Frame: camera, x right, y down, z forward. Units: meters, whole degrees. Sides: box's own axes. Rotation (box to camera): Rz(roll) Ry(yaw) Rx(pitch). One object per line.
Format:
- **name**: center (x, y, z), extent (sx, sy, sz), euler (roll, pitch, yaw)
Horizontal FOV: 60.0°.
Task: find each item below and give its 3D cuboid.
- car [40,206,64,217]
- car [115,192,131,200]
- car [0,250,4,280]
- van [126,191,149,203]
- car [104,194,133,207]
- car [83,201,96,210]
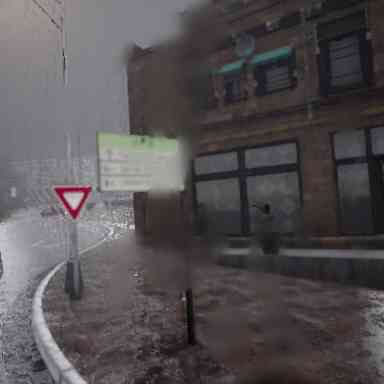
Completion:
- **car**: center (-20.013, 2.737, 47.892), extent (2.128, 1.511, 4.902), euler (-3, 1, 2)
- **car**: center (-16.877, 0.950, 81.653), extent (1.882, 1.535, 5.008), euler (-4, 2, 13)
- **car**: center (-6.012, 1.999, 8.106), extent (1.895, 1.301, 4.718), euler (-4, 0, -20)
- **van**: center (-11.223, 0.974, 68.958), extent (4.442, 1.987, 1.878), euler (-4, 2, -7)
- **car**: center (-13.367, 1.737, 60.064), extent (4.892, 1.521, 2.231), euler (-4, 2, -7)
- **car**: center (-18.753, 2.236, 58.168), extent (1.882, 1.535, 5.008), euler (-4, 3, 13)
